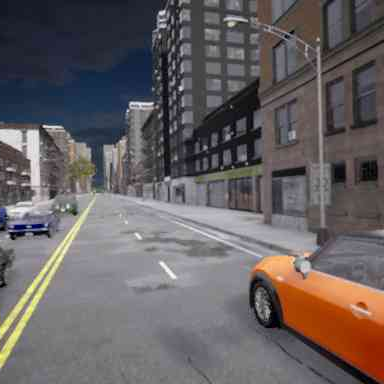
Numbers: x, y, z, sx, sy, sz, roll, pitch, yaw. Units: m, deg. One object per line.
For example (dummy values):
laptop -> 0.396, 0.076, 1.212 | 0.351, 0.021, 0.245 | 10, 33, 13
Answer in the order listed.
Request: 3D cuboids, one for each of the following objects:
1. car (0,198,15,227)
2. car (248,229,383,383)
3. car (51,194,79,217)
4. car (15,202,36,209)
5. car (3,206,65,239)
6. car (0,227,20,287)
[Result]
car -> -11.638, 1.355, 18.004 | 2.150, 2.045, 5.566 | -1, 0, -16
car -> 2.515, 1.255, 4.252 | 2.097, 1.767, 4.553 | -1, 0, -18
car -> -12.132, 1.255, 32.070 | 2.150, 2.045, 5.566 | -1, 0, -15
car -> -14.770, 1.641, 29.408 | 1.812, 1.442, 4.674 | -1, 1, -16
car -> -8.122, 1.655, 17.517 | 1.895, 1.301, 4.718 | -1, 0, -16
car -> -4.868, 1.661, 6.513 | 1.895, 1.301, 4.718 | 0, 0, -19
